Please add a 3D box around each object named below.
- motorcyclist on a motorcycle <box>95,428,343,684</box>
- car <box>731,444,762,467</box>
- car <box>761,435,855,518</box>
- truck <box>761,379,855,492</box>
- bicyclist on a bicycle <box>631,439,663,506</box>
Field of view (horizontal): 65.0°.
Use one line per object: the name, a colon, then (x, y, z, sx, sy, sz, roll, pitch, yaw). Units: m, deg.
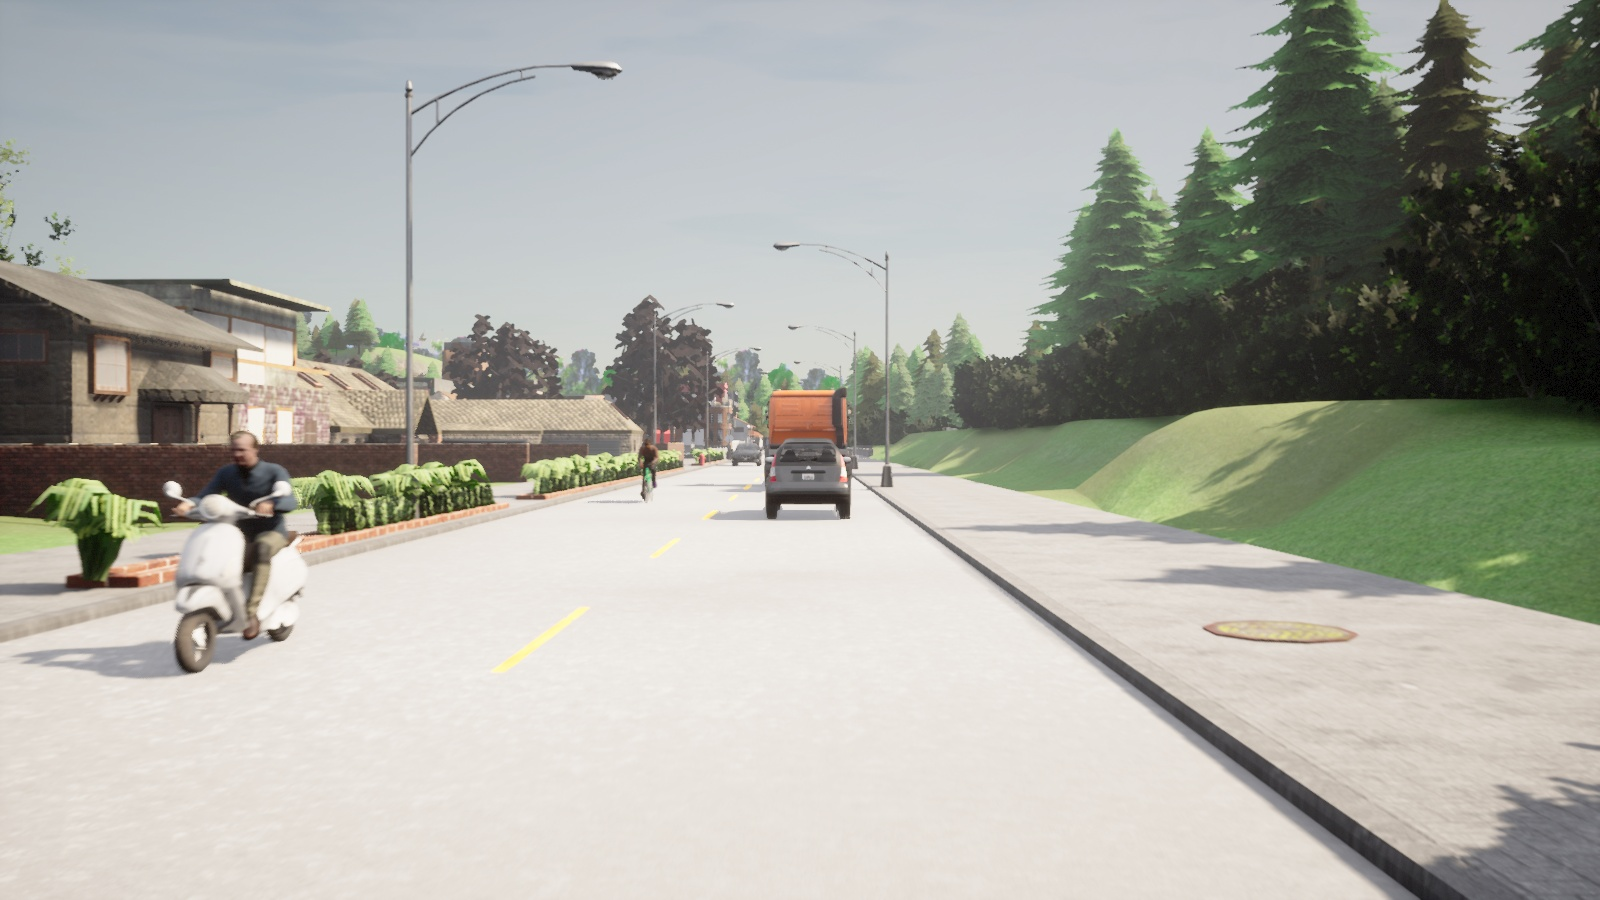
motorcyclist on a motorcycle: (-3.934, 0.652, 8.702, 0.866, 1.590, 1.817, 0, 0, 0)
car: (-3.516, 0.318, 82.969, 1.837, 1.490, 4.892, 0, 0, 0)
car: (0.171, 0.507, 26.625, 1.851, 1.617, 3.988, 0, 0, 0)
truck: (0.264, -0.455, 42.382, 2.891, 3.462, 7.936, 0, 0, 0)
bicyclist on a bicycle: (-3.802, 0.534, 31.338, 0.582, 1.620, 1.656, 0, 1, 0)
